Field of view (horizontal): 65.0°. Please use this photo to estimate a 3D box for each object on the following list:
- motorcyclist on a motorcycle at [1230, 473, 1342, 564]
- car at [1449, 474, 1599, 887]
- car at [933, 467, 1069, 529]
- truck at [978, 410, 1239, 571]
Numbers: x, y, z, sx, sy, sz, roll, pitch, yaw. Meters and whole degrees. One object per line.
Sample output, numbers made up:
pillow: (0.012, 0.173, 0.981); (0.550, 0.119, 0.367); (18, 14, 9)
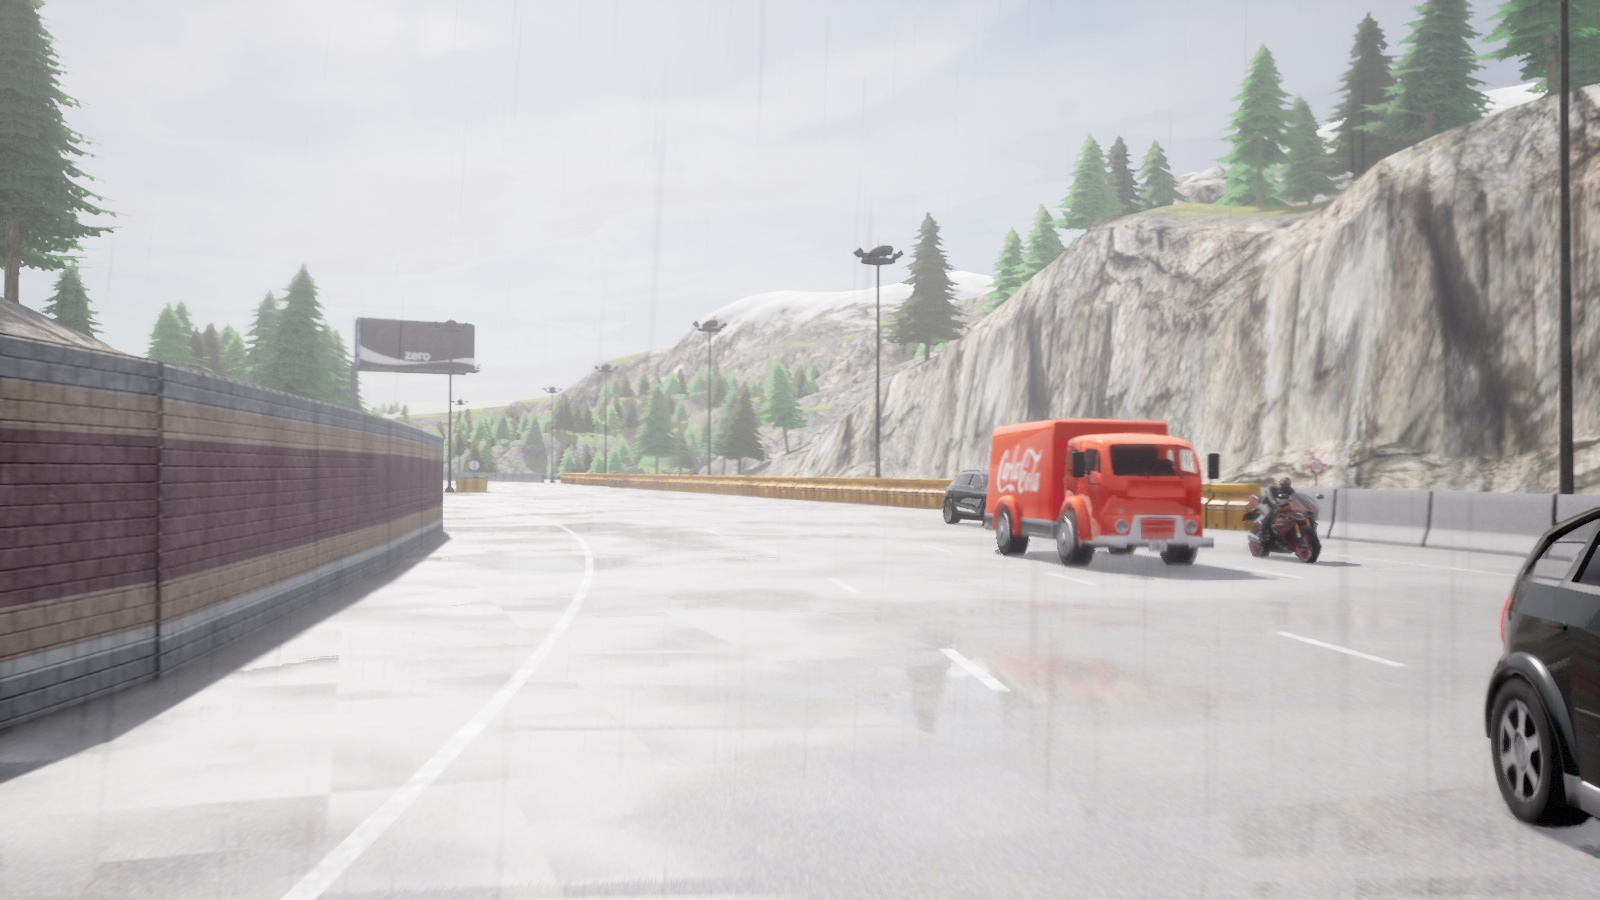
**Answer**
motorcyclist on a motorcycle: (8.648, 1.187, 22.464); (0.866, 1.530, 2.191); (0, -1, -10)
car: (3.830, 0.849, 4.221); (1.789, 1.549, 3.705); (-1, -1, 8)
car: (5.679, 1.326, 36.216); (2.033, 1.649, 4.856); (0, -1, -15)
truck: (5.182, 0.675, 22.105); (2.627, 2.467, 5.204); (0, -1, -9)
